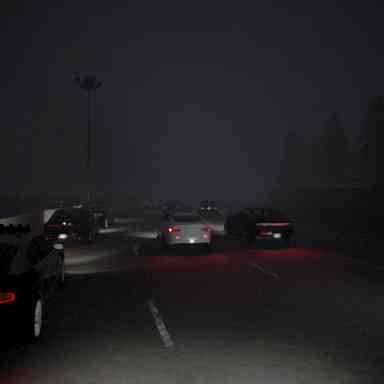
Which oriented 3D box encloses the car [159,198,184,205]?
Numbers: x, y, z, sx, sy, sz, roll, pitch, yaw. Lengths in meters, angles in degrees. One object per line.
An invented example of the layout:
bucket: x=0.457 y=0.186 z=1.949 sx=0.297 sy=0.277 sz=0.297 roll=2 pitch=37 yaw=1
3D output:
car: x=-1.786 y=1.525 z=31.657 sx=1.812 sy=1.442 sz=4.674 roll=0 pitch=0 yaw=1

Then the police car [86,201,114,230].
police car: x=-6.186 y=1.425 z=21.362 sx=1.930 sy=1.638 sz=5.238 roll=0 pitch=0 yaw=-5

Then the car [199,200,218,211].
car: x=1.677 y=1.546 z=33.193 sx=2.033 sy=1.411 sz=5.357 roll=0 pitch=0 yaw=2

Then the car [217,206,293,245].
car: x=2.933 y=1.491 z=15.476 sx=2.128 sy=1.511 sz=4.902 roll=0 pitch=0 yaw=-10

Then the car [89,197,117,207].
car: x=-13.759 y=1.547 z=51.914 sx=2.033 sy=1.411 sz=5.357 roll=0 pitch=0 yaw=12

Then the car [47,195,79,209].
car: x=-18.137 y=1.352 z=47.015 sx=2.097 sy=1.767 sz=4.553 roll=0 pitch=0 yaw=9

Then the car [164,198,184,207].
car: x=-2.847 y=1.600 z=53.092 sx=1.895 sy=1.301 sz=4.718 roll=0 pitch=0 yaw=14

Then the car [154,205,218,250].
car: x=-0.420 y=1.525 z=14.259 sx=1.812 sy=1.442 sz=4.674 roll=0 pitch=0 yaw=-10

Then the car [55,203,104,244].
car: x=-5.479 y=1.505 z=15.545 sx=1.837 sy=1.490 sz=4.892 roll=0 pitch=0 yaw=-9

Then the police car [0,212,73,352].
police car: x=-3.597 y=1.425 z=6.262 sx=1.930 sy=1.638 sz=5.238 roll=0 pitch=0 yaw=-14

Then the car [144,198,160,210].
car: x=-4.639 y=1.525 z=43.185 sx=1.812 sy=1.442 sz=4.674 roll=0 pitch=0 yaw=10
